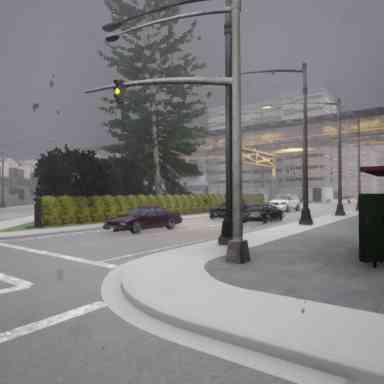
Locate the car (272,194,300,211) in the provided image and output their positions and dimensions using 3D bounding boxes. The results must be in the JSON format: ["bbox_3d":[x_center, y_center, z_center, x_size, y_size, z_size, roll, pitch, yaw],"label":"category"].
[{"bbox_3d":[10.779,1.282,38.746,2.150,2.045,5.566,-1,-1,36],"label":"car"}]

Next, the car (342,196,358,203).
[{"bbox_3d":[31.827,1.522,68.023,4.974,1.542,2.038,0,0,-29],"label":"car"}]

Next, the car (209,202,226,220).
[{"bbox_3d":[3.344,1.534,28.519,1.882,1.535,5.008,-1,0,36],"label":"car"}]

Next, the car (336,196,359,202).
[{"bbox_3d":[31.871,1.364,68.050,4.536,1.218,1.853,0,0,-29],"label":"car"}]

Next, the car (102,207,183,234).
[{"bbox_3d":[-2.771,1.602,20.068,2.033,1.411,5.357,-1,0,36],"label":"car"}]

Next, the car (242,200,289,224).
[{"bbox_3d":[5.380,1.585,25.028,1.994,1.385,4.181,-1,0,36],"label":"car"}]
